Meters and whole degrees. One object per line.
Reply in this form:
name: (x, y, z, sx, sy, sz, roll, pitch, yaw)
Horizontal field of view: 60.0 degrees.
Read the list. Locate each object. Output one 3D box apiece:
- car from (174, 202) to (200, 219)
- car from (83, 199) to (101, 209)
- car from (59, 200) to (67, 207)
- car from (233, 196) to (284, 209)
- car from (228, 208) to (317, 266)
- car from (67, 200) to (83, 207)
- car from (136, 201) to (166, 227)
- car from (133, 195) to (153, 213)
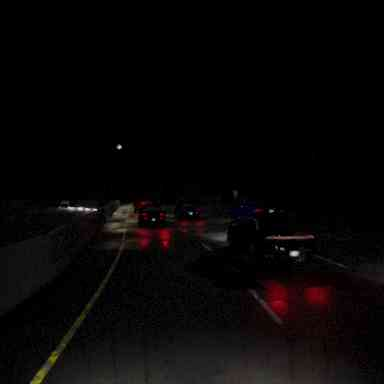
car: (-0.490, 1.653, 30.363, 1.812, 1.442, 4.674, 0, 0, -10)
car: (-15.189, 1.800, 51.411, 1.812, 1.442, 4.674, 0, 0, -10)
car: (-24.819, 2.229, 65.476, 1.812, 1.442, 4.674, 0, -3, -10)
car: (4.404, 1.298, 22.989, 2.150, 2.045, 5.566, 0, 0, -10)
car: (2.595, 1.532, 11.827, 2.128, 1.511, 4.902, 0, 0, -7)
car: (-19.904, 1.968, 57.838, 1.895, 1.301, 4.718, 0, -1, -10)
car: (-2.914, 1.636, 24.080, 1.812, 1.442, 4.674, 0, 0, -10)
car: (-5.941, 1.412, 40.698, 2.150, 2.045, 5.566, 0, 0, -10)
